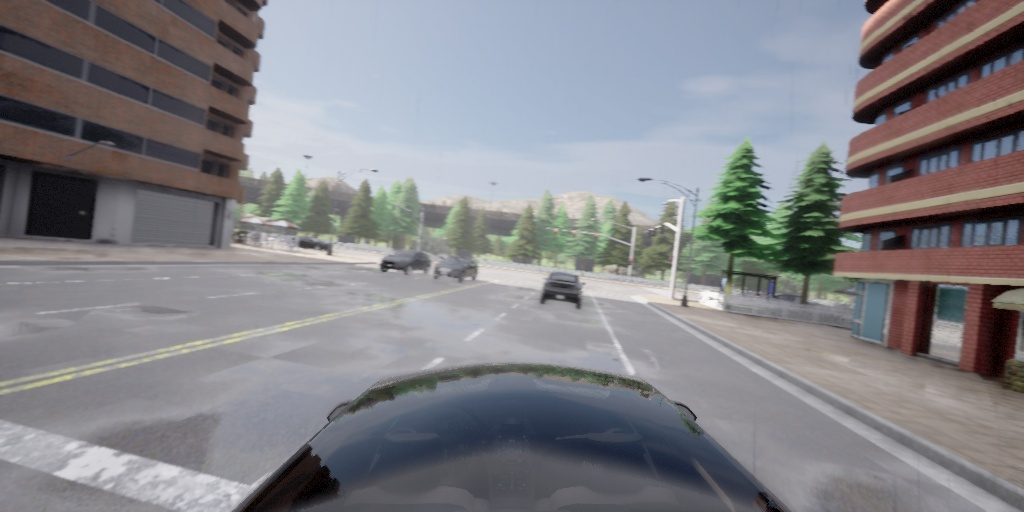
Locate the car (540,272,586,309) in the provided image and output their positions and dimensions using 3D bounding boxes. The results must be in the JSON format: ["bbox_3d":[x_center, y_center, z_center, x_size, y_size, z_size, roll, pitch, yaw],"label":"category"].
[{"bbox_3d":[2.505,1.561,17.590,1.837,1.490,4.892,7,0,10],"label":"car"}]

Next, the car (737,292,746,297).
[{"bbox_3d":[28.380,4.645,41.260,4.181,1.385,1.994,7,0,11],"label":"car"}]

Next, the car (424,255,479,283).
[{"bbox_3d":[-3.529,0.789,23.389,2.128,1.511,4.902,7,0,10],"label":"car"}]

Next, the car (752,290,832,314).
[{"bbox_3d":[22.083,3.779,27.877,2.033,1.411,5.357,8,-2,-14],"label":"car"}]

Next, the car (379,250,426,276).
[{"bbox_3d":[-6.950,0.363,23.998,1.837,1.490,4.892,7,0,10],"label":"car"}]

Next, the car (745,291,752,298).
[{"bbox_3d":[27.962,4.629,37.814,4.718,1.301,1.895,7,0,10],"label":"car"}]

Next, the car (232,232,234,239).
[{"bbox_3d":[-33.913,-2.799,41.344,5.008,1.535,1.882,7,0,6],"label":"car"}]

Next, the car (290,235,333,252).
[{"bbox_3d":[-22.194,-1.417,39.498,5.008,1.535,1.882,7,0,10],"label":"car"}]
